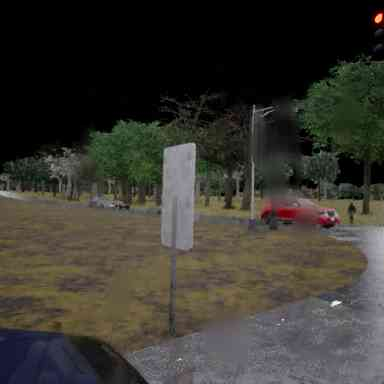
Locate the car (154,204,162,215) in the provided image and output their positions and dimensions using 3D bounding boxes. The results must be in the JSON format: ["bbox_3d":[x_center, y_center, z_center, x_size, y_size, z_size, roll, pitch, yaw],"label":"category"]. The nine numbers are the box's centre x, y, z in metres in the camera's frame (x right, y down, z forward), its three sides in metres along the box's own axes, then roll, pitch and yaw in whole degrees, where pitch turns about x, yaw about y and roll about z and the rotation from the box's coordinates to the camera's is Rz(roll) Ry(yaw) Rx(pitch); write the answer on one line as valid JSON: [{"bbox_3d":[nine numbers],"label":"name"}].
[{"bbox_3d":[-2.450,1.939,36.714,1.994,1.385,4.181,3,-2,-36],"label":"car"}]

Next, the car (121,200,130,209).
[{"bbox_3d":[-12.297,2.187,56.728,1.837,1.490,4.892,3,-2,-36],"label":"car"}]

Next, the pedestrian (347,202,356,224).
[{"bbox_3d":[13.334,1.718,27.800,0.375,1.860,0.375,2,-1,-36],"label":"pedestrian"}]

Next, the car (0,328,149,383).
[{"bbox_3d":[-2.130,1.563,1.548,4.181,1.385,1.994,0,0,-36],"label":"car"}]

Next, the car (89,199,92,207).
[{"bbox_3d":[-18.386,1.963,65.208,2.150,2.045,5.566,3,-2,-36],"label":"car"}]

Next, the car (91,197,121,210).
[{"bbox_3d":[-13.483,2.020,52.146,2.128,1.511,4.902,3,-2,-35],"label":"car"}]

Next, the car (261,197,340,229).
[{"bbox_3d":[7.210,1.373,22.854,2.150,2.045,5.566,2,-2,-32],"label":"car"}]
